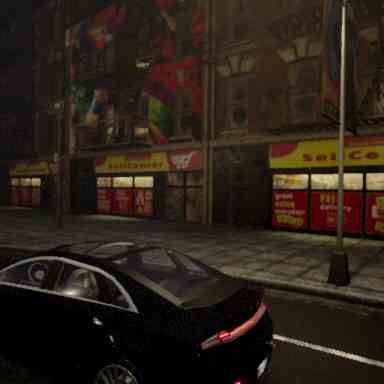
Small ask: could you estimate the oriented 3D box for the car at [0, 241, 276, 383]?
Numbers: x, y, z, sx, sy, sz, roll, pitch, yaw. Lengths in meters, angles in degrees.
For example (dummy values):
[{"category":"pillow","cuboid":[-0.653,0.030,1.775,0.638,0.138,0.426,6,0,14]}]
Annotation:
[{"category":"car","cuboid":[-1.396,1.427,4.454,4.902,1.511,2.128,1,1,30]}]
